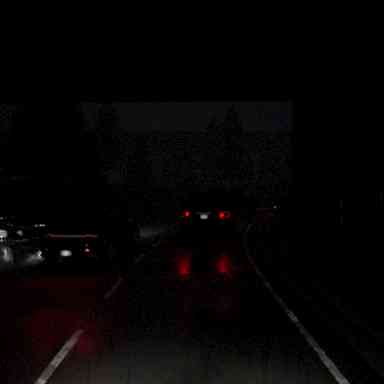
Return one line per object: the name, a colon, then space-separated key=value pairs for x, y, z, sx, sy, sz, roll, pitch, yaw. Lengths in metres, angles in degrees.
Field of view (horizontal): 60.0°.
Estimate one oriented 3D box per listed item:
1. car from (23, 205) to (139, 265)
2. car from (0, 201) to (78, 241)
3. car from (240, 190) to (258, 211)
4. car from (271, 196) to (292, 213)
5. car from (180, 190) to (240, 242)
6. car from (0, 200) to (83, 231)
car: x=-3.114 y=1.351 z=11.097 sx=2.128 sy=1.511 sz=4.902 roll=0 pitch=1 yaw=4
car: x=-6.310 y=1.298 z=15.389 sx=2.128 sy=1.511 sz=4.902 roll=0 pitch=1 yaw=9
car: x=4.105 y=0.820 z=32.018 sx=2.150 sy=2.045 sz=5.566 roll=0 pitch=0 yaw=43
car: x=9.686 y=1.110 z=31.570 sx=4.892 sy=1.490 sz=1.837 roll=0 pitch=-1 yaw=-30
car: x=0.926 y=1.025 z=15.612 sx=2.150 sy=2.045 sz=5.566 roll=0 pitch=1 yaw=10
car: x=-9.043 y=1.293 z=20.269 sx=2.033 sy=1.411 sz=5.357 roll=0 pitch=1 yaw=13
